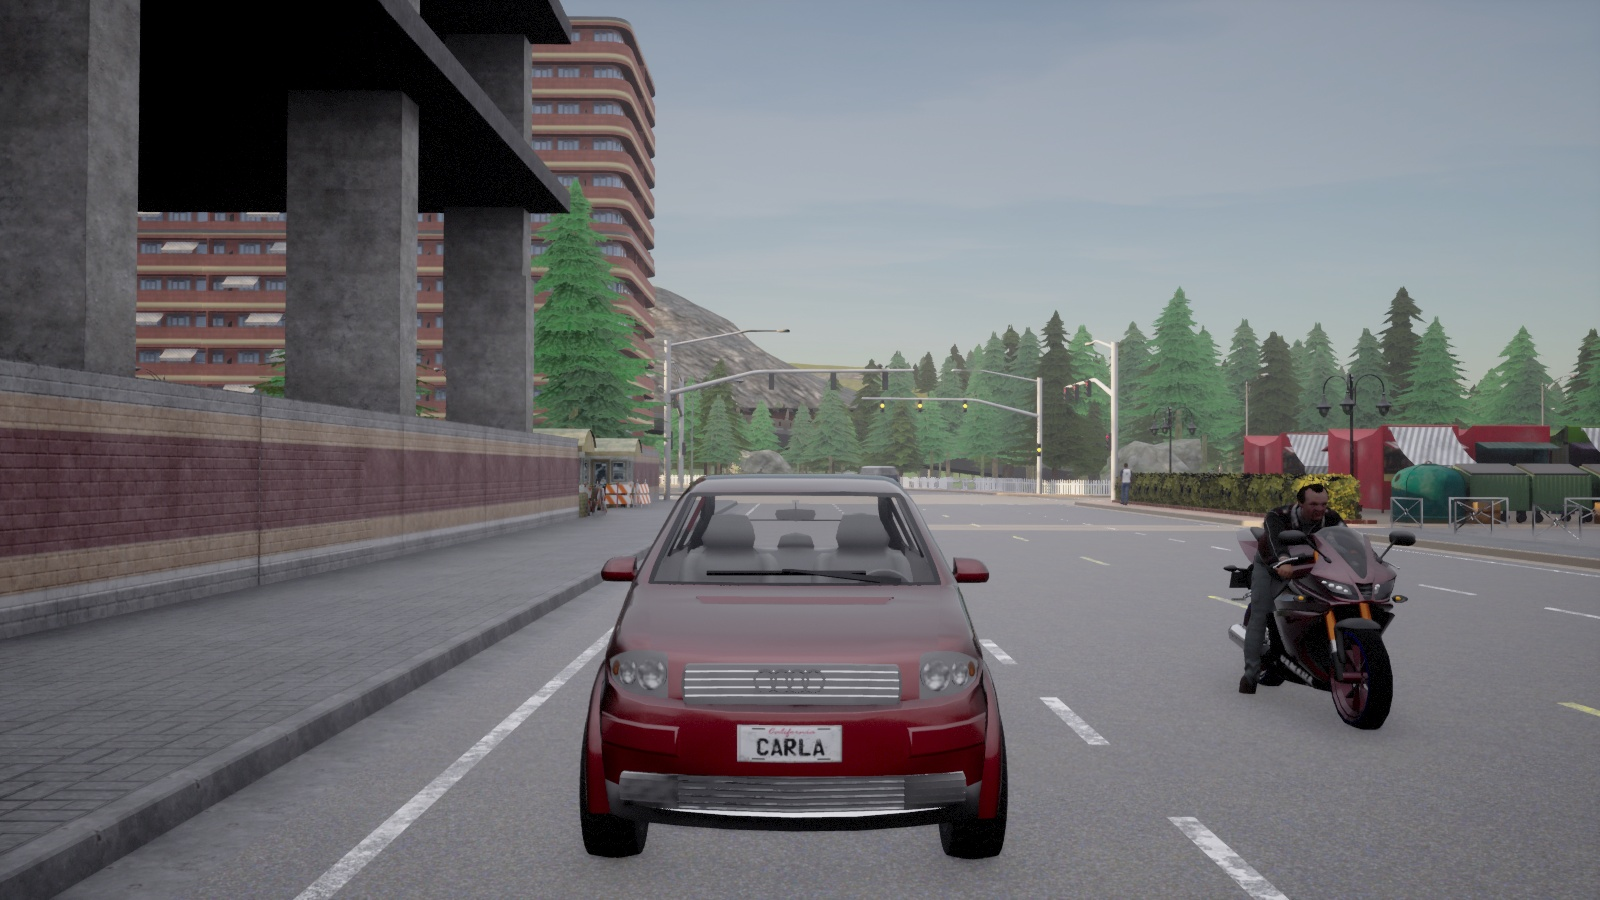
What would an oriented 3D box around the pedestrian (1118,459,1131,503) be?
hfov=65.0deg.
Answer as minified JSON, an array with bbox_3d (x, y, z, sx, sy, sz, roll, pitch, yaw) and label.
[{"bbox_3d":[13.787,1.307,53.330,0.354,1.836,0.706,0,-1,0],"label":"pedestrian"}]

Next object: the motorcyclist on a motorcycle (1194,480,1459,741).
[{"bbox_3d":[3.476,0.979,8.565,0.866,1.530,2.191,0,-1,0],"label":"motorcyclist on a motorcycle"}]

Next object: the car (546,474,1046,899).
[{"bbox_3d":[-0.016,0.900,6.363,1.789,1.549,3.705,0,-1,0],"label":"car"}]
